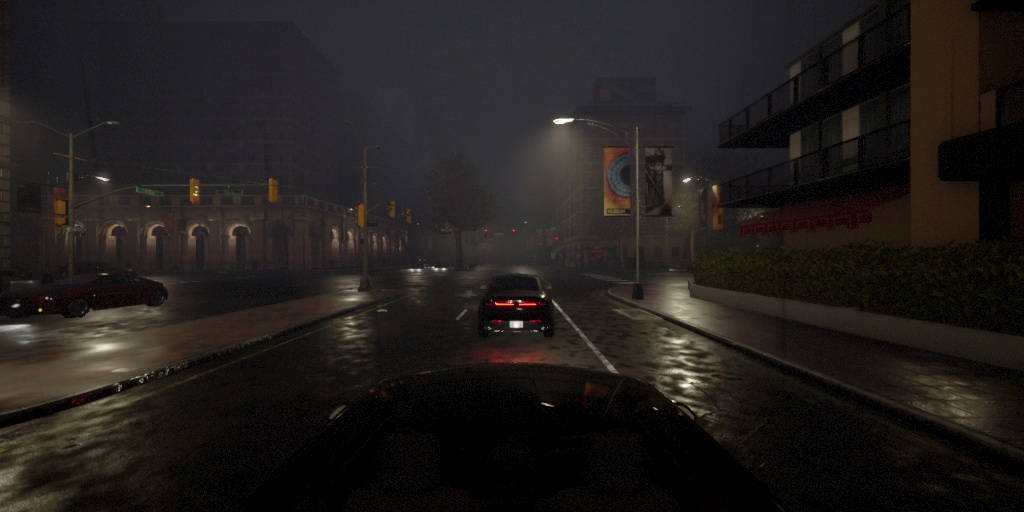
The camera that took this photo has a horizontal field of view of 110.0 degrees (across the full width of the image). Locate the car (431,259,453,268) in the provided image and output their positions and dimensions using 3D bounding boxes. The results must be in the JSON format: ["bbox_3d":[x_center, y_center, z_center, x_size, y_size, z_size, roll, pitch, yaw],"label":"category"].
[{"bbox_3d":[-11.357,1.314,58.700,1.994,1.385,4.181,0,0,0],"label":"car"}]

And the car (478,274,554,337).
[{"bbox_3d":[0.109,1.255,10.304,1.837,1.490,4.892,0,0,0],"label":"car"}]

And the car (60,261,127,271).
[{"bbox_3d":[-32.825,1.314,28.856,4.181,1.385,1.994,0,0,0],"label":"car"}]

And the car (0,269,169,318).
[{"bbox_3d":[-14.961,1.319,12.806,1.994,1.385,4.181,0,0,0],"label":"car"}]

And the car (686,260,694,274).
[{"bbox_3d":[21.863,1.351,39.565,4.718,1.301,1.895,0,0,0],"label":"car"}]

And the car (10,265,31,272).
[{"bbox_3d":[-41.823,1.276,28.949,4.674,1.442,1.812,0,0,0],"label":"car"}]

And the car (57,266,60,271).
[{"bbox_3d":[-37.752,1.228,32.350,5.008,1.535,1.882,0,0,0],"label":"car"}]

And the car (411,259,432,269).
[{"bbox_3d":[-14.862,1.241,57.928,2.128,1.511,4.902,0,0,0],"label":"car"}]
